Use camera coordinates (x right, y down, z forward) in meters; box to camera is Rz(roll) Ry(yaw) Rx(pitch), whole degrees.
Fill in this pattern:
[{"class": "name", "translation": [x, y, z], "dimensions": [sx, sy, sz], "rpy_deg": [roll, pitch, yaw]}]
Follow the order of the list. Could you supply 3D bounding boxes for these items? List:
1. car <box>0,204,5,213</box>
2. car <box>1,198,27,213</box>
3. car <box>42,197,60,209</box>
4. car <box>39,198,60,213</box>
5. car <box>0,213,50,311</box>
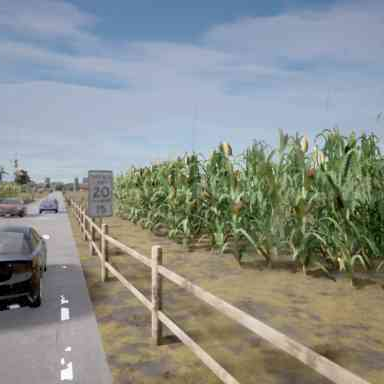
[{"class": "car", "translation": [-10.790, 1.562, 16.092], "dimensions": [2.033, 1.411, 5.357], "rpy_deg": [0, 0, -21]}, {"class": "car", "translation": [-16.236, 1.371, 30.028], "dimensions": [2.097, 1.767, 4.553], "rpy_deg": [0, 0, -21]}, {"class": "car", "translation": [-19.381, 1.510, 45.769], "dimensions": [2.128, 1.511, 4.902], "rpy_deg": [0, 0, -21]}, {"class": "car", "translation": [-15.727, 1.560, 36.605], "dimensions": [2.033, 1.411, 5.357], "rpy_deg": [0, 0, -21]}, {"class": "car", "translation": [-4.382, 1.480, 7.563], "dimensions": [1.882, 1.535, 5.008], "rpy_deg": [0, 0, -21]}]
